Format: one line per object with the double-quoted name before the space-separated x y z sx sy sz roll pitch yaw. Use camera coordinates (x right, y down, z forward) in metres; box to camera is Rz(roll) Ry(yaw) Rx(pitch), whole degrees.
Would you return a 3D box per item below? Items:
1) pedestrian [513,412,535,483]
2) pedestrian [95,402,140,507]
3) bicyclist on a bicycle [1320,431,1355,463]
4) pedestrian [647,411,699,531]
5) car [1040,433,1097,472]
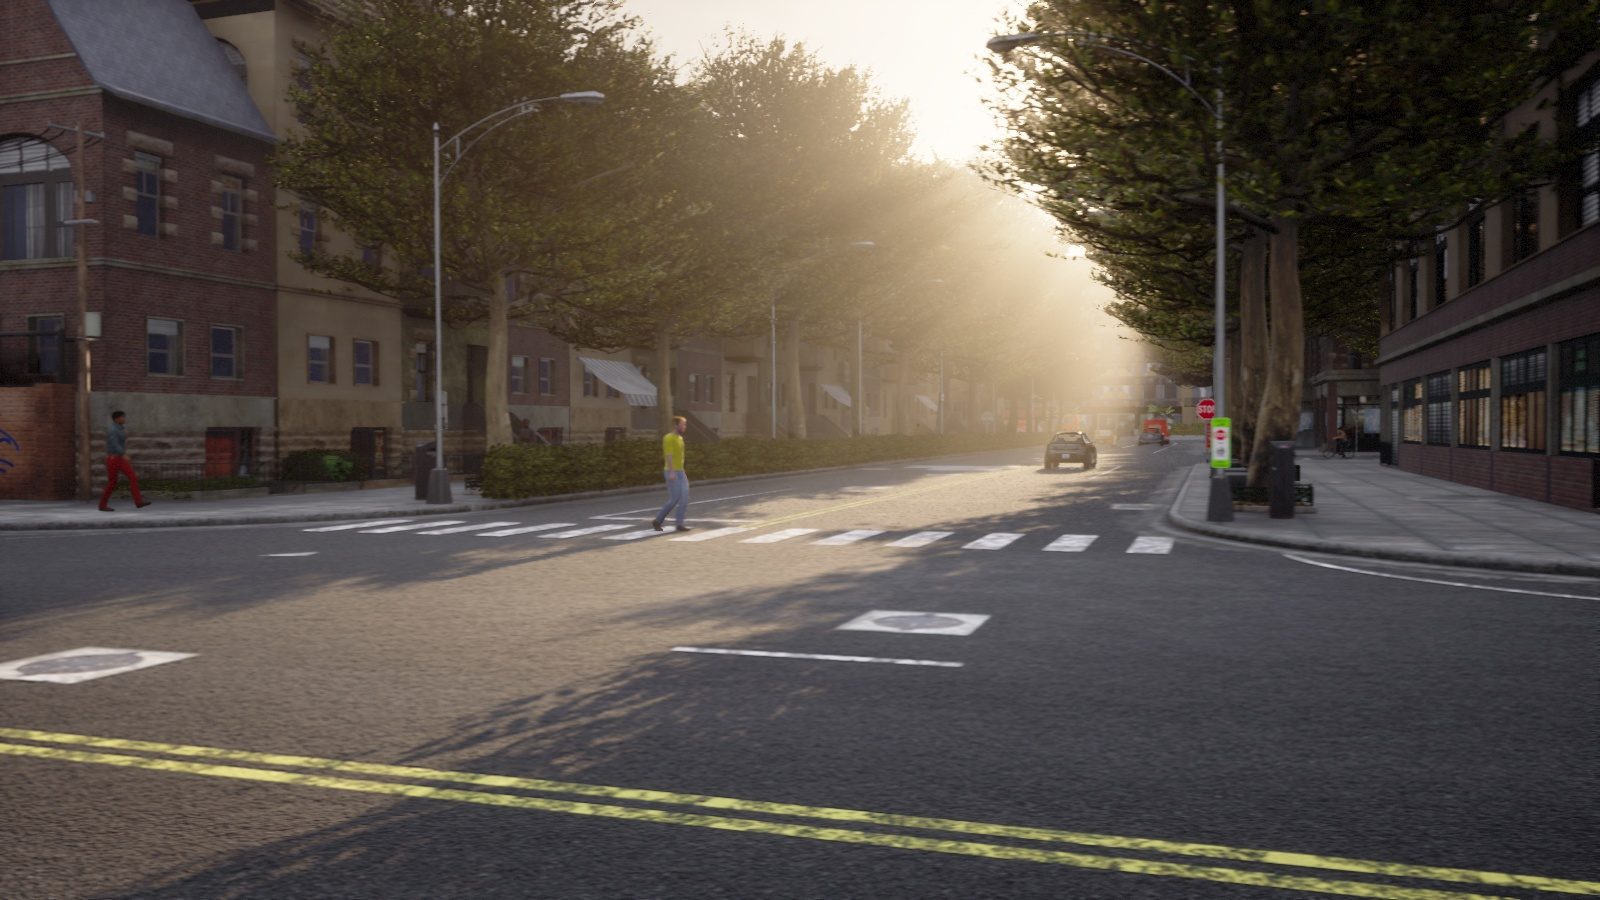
"pedestrian" -7.306 -0.077 33.241 0.331 1.846 0.634 0 1 13
"pedestrian" -12.135 0.080 22.334 0.614 1.847 0.353 0 1 -2
"bicyclist on a bicycle" 27.008 -0.147 63.140 1.509 1.612 0.866 0 1 17
"pedestrian" -1.976 0.313 19.546 0.706 1.836 0.354 1 1 22
"car" 10.801 0.075 50.319 1.816 1.474 4.193 1 1 18
